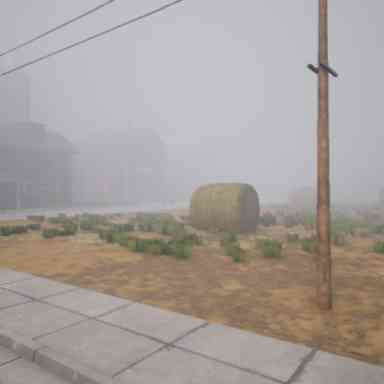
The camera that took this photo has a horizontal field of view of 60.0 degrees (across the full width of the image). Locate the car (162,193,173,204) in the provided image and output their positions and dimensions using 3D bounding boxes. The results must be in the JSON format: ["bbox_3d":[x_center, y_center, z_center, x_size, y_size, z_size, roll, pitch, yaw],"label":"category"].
[{"bbox_3d":[-4.493,1.191,61.274,1.905,1.878,3.866,6,1,-8],"label":"car"}]
